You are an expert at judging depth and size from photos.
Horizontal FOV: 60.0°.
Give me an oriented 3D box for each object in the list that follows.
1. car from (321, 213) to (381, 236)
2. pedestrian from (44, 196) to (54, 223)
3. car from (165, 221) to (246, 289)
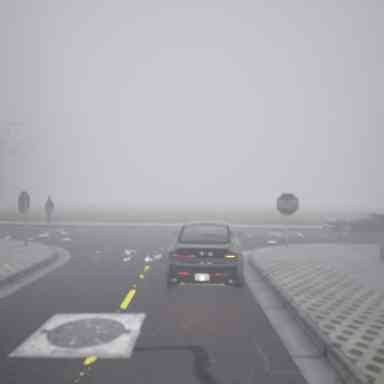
[{"bbox_3d":[10.279,1.902,19.842,4.718,1.301,1.895,1,0,-1],"label":"car"},{"bbox_3d":[-9.713,1.165,22.606,0.375,1.860,0.375,0,-1,0],"label":"pedestrian"},{"bbox_3d":[0.444,1.573,9.446,1.837,1.490,4.892,0,0,5],"label":"car"}]
